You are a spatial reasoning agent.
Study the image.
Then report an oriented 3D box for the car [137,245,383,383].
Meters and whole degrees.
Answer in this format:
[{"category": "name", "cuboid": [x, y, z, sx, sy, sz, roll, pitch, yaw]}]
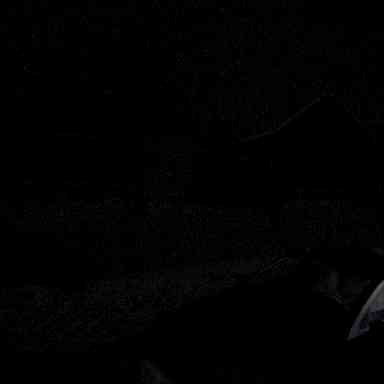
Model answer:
[{"category": "car", "cuboid": [1.763, 1.468, 3.951, 4.902, 1.511, 2.128, 0, 0, -32]}]
